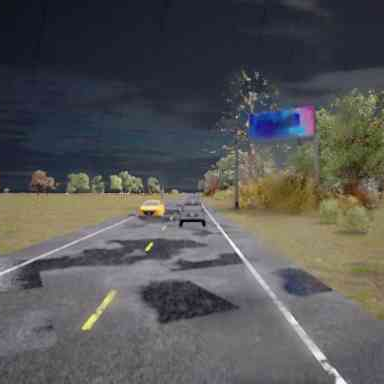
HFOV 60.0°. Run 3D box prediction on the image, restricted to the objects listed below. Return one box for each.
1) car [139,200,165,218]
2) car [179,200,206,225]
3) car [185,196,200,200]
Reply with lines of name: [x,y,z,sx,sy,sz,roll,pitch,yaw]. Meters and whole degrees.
car: [-3.560,1.488,30.097,1.882,1.535,5.008,0,0,0]
car: [0.045,1.556,23.880,2.033,1.411,5.357,0,0,1]
car: [0.074,1.365,43.685,2.097,1.767,4.553,0,0,0]
